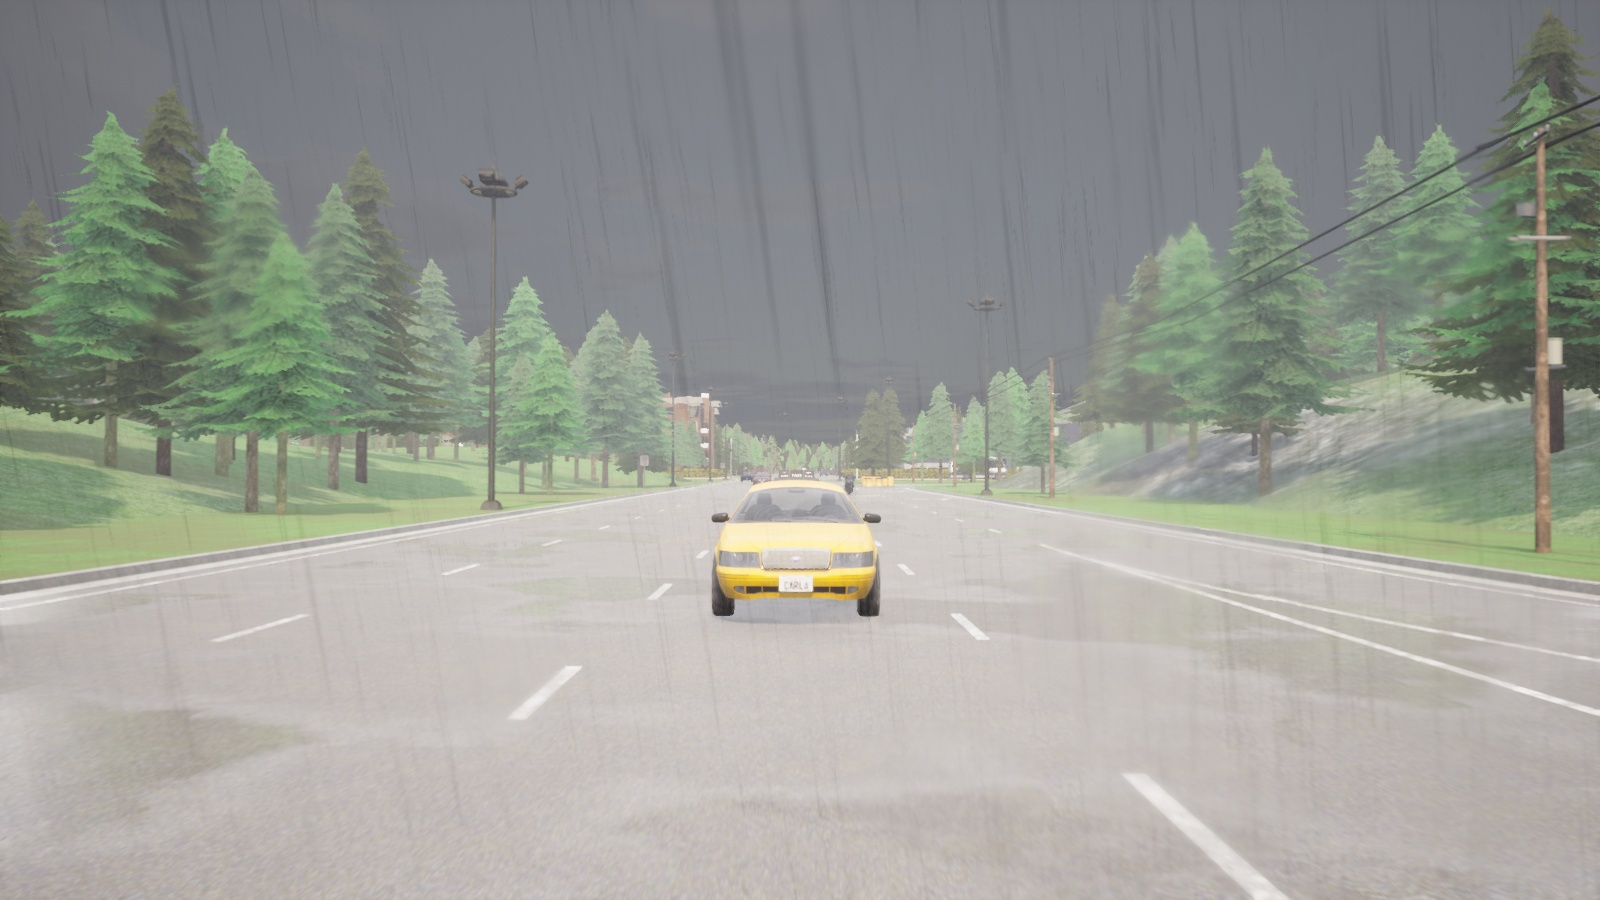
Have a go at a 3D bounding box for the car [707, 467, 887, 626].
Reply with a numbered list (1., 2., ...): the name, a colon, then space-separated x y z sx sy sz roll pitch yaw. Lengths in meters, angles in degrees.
1. car: -0.037 1.009 15.268 1.801 1.575 5.366 0 -1 0
